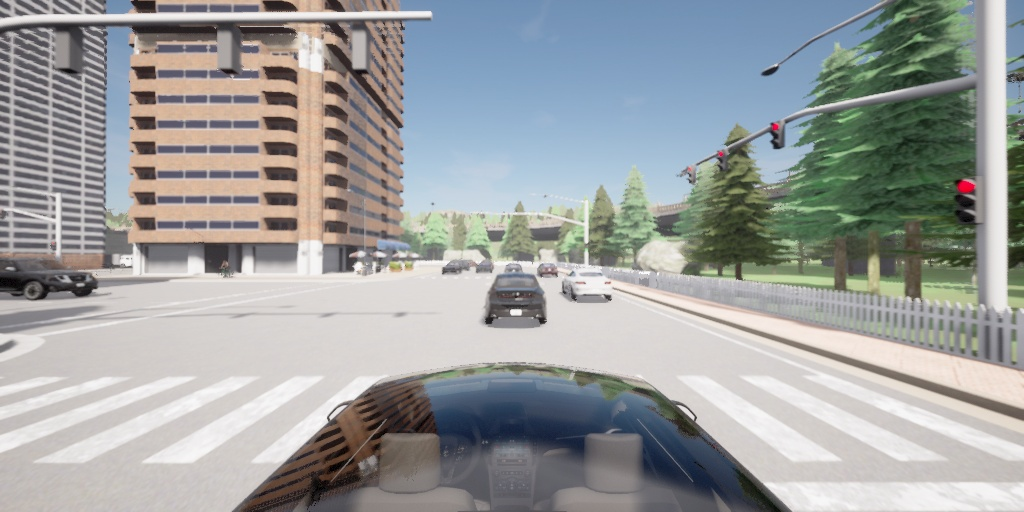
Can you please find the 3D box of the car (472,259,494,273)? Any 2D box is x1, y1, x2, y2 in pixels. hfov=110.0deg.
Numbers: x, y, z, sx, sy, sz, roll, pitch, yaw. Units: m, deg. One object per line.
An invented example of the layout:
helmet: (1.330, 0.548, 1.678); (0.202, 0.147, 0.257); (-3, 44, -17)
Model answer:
car: (-3.493, 1.459, 45.664); (1.994, 1.385, 4.181); (0, 0, 0)

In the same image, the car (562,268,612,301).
car: (3.633, 1.331, 17.815); (1.812, 1.442, 4.674); (0, 0, 0)

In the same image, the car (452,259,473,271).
car: (-7.122, 1.423, 51.945); (1.837, 1.490, 4.892); (0, 0, -2)

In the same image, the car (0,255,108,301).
car: (-24.252, 1.091, 17.886); (5.566, 2.045, 2.150); (0, 0, 0)

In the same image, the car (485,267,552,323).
car: (0.122, 1.303, 12.313); (1.837, 1.490, 4.892); (0, 0, 0)

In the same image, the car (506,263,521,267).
car: (0.168, 1.405, 34.804); (2.033, 1.411, 5.357); (0, 0, 0)

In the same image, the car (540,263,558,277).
car: (3.675, 1.413, 37.479); (2.033, 1.411, 5.357); (0, 0, 0)

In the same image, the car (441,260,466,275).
car: (-7.001, 1.487, 42.203); (1.895, 1.301, 4.718); (0, 0, 0)

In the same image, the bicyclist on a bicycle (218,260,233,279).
bicyclist on a bicycle: (-25.835, 1.218, 32.349); (0.582, 1.620, 1.656); (0, 0, 0)
